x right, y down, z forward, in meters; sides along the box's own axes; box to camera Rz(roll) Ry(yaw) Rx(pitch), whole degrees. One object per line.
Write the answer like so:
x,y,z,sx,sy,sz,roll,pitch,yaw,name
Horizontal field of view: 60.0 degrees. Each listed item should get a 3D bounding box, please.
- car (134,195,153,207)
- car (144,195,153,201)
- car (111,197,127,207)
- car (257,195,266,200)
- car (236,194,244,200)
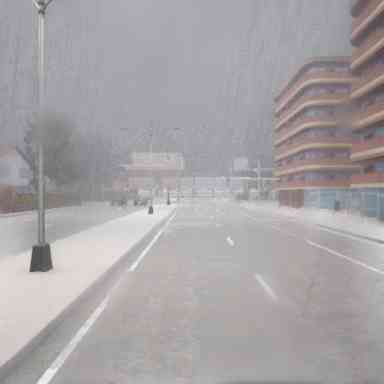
-8.000,1.519,52.650,2.128,1.511,4.902,0,0,0,car
-11.500,1.507,87.829,1.812,1.442,4.674,0,0,0,car
-11.500,1.519,52.650,2.128,1.511,4.902,0,0,0,car
18.955,1.454,91.403,1.970,1.475,3.806,0,0,0,car
13.210,1.293,90.641,2.242,1.667,4.611,0,0,0,car
